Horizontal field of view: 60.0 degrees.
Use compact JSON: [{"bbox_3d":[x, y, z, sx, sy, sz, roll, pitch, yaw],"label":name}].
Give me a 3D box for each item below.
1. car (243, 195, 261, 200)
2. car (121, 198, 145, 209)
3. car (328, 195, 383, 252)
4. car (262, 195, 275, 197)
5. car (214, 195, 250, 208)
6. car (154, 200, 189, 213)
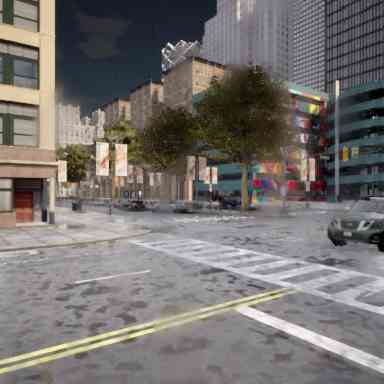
[{"bbox_3d":[15.425,1.463,85.892,1.895,1.301,4.718,0,0,-36],"label":"car"},{"bbox_3d":[-8.152,1.564,45.860,1.994,1.385,4.181,0,0,-37],"label":"car"},{"bbox_3d":[8.086,1.220,14.047,5.566,2.045,2.150,0,0,-35],"label":"car"},{"bbox_3d":[16.242,1.320,71.960,2.002,1.452,4.674,0,0,-36],"label":"car"},{"bbox_3d":[5.729,1.352,46.580,2.097,1.767,4.553,0,0,-36],"label":"car"},{"bbox_3d":[-2.350,1.601,37.770,1.895,1.301,4.718,0,0,-36],"label":"car"}]
